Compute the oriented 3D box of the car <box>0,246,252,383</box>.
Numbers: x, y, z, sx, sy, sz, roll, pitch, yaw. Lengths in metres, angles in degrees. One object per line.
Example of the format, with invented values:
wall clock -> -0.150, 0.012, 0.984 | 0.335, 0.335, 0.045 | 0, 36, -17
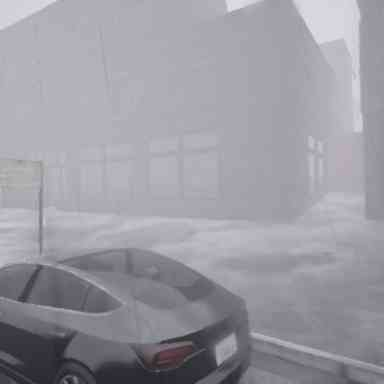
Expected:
car -> -1.591, 1.483, 4.442 | 4.792, 1.488, 2.163 | 0, 0, 35
